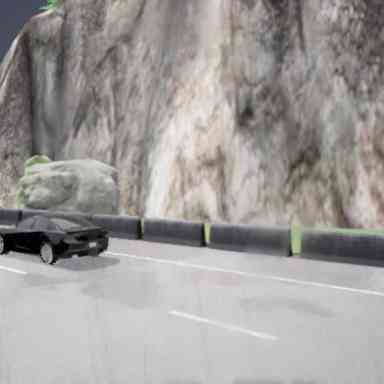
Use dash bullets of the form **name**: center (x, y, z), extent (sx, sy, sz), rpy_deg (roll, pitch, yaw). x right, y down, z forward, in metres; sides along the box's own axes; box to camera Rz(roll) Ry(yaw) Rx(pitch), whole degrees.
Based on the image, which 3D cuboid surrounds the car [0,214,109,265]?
- **car**: center (-5.150, 1.524, 11.964), extent (5.008, 1.535, 1.882), rpy_deg (0, 0, 36)
